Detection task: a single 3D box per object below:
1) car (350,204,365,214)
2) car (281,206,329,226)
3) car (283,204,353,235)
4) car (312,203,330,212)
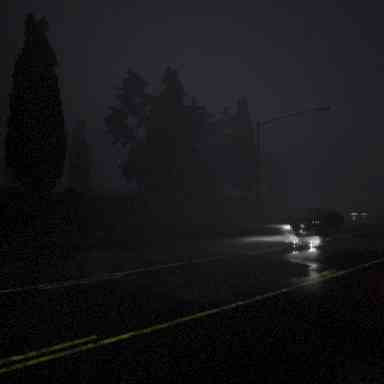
[{"bbox_3d":[26.294,2.678,53.553,1.812,1.442,4.674,0,-1,10],"label":"car"},{"bbox_3d":[9.554,1.954,27.862,2.033,1.411,5.357,0,-1,39],"label":"car"},{"bbox_3d":[7.988,1.750,20.840,2.128,1.511,4.902,0,-1,43],"label":"car"},{"bbox_3d":[23.697,2.857,61.294,1.812,1.442,4.674,0,-1,2],"label":"car"}]
